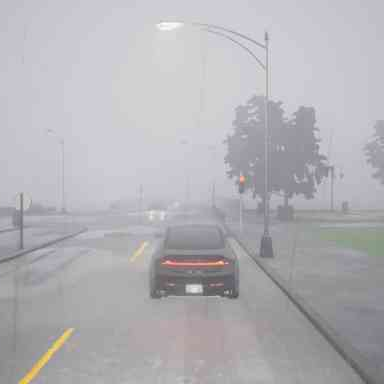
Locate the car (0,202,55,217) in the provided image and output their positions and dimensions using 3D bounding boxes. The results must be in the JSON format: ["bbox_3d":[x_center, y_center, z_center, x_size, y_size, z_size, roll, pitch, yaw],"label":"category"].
[{"bbox_3d":[-15.126,1.601,30.200,4.718,1.301,1.895,0,0,3],"label":"car"}]

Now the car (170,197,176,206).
[{"bbox_3d":[-4.087,1.504,54.056,1.837,1.490,4.892,0,0,0],"label":"car"}]

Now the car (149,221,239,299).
[{"bbox_3d":[0.061,1.505,8.454,1.837,1.490,4.892,0,0,0],"label":"car"}]

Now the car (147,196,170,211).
[{"bbox_3d":[-4.098,1.564,39.695,1.994,1.385,4.181,0,0,0],"label":"car"}]

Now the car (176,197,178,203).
[{"bbox_3d":[-3.996,1.596,69.242,1.895,1.301,4.718,0,0,0],"label":"car"}]
